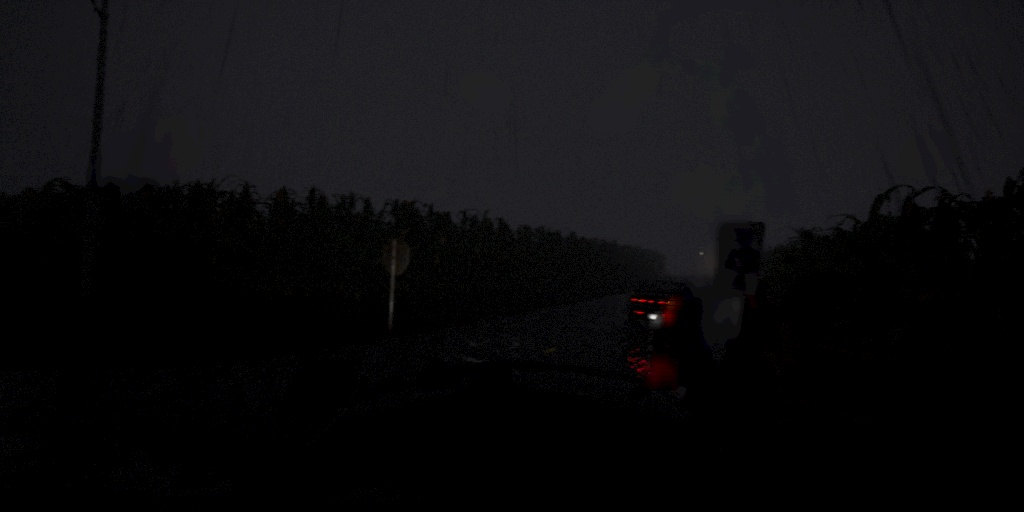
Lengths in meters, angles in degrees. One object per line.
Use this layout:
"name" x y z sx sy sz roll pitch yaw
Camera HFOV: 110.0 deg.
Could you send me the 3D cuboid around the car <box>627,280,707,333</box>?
"car" 5.425 1.585 12.422 1.837 1.490 4.892 2 0 33
